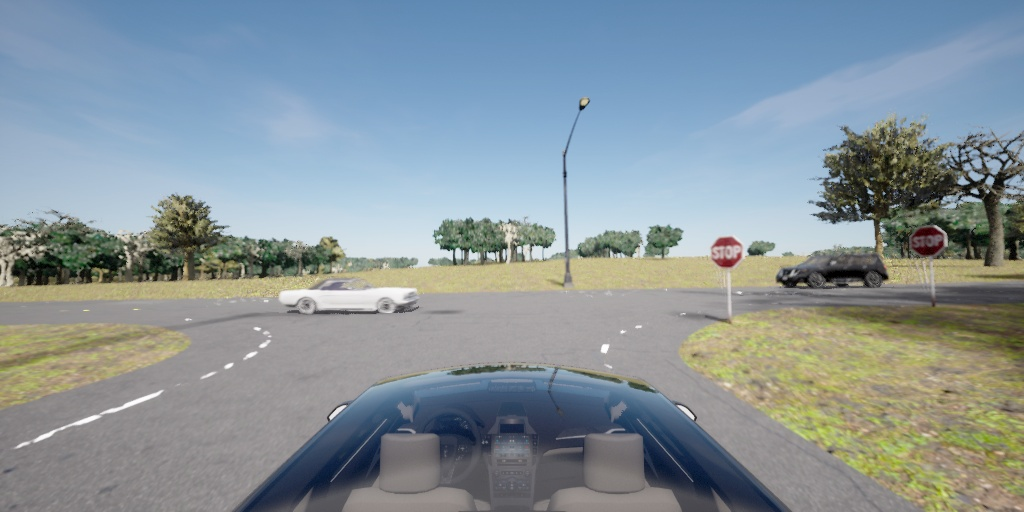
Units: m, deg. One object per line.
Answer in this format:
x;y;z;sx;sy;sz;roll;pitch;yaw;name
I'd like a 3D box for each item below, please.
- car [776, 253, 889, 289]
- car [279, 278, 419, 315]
18.970;0.922;21.357;5.566;2.045;2.150;-1;-3;-1;car
-6.112;1.524;13.926;4.718;1.301;1.895;0;-1;0;car
